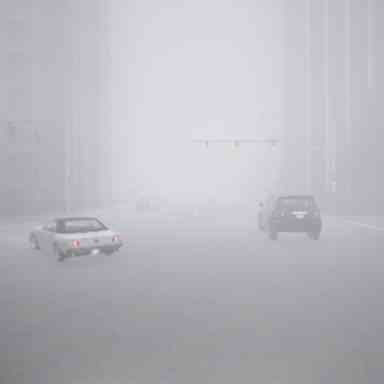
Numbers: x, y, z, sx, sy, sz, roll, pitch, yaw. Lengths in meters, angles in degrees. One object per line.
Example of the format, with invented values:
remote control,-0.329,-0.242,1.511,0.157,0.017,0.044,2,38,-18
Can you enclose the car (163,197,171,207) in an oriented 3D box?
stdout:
car,-4.183,1.353,47.246,2.033,1.411,5.357,0,0,4

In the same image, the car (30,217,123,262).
car,-4.414,1.569,12.111,1.895,1.301,4.718,0,0,-39

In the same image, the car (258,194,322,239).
car,4.696,1.118,16.670,2.150,2.045,5.566,0,0,3

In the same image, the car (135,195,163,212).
car,-4.850,1.210,36.746,2.097,1.767,4.553,0,0,3

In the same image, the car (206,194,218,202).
car,3.761,1.181,62.639,2.128,1.511,4.902,0,0,3
